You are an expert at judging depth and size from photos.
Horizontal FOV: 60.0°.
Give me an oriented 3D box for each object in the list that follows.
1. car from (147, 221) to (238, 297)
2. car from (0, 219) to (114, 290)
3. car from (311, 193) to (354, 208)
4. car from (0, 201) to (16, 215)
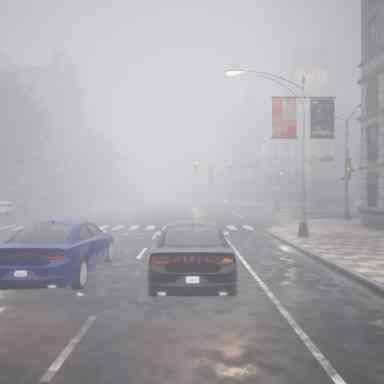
[{"bbox_3d":[0.007,1.478,8.651,1.882,1.535,5.008,0,0,0],"label":"car"},{"bbox_3d":[-3.489,1.478,9.118,1.882,1.535,5.008,0,0,-2],"label":"car"},{"bbox_3d":[19.583,1.221,46.347,5.566,2.045,2.150,0,0,0],"label":"car"},{"bbox_3d":[-19.559,1.222,31.005,5.566,2.045,2.150,0,0,0],"label":"car"}]
